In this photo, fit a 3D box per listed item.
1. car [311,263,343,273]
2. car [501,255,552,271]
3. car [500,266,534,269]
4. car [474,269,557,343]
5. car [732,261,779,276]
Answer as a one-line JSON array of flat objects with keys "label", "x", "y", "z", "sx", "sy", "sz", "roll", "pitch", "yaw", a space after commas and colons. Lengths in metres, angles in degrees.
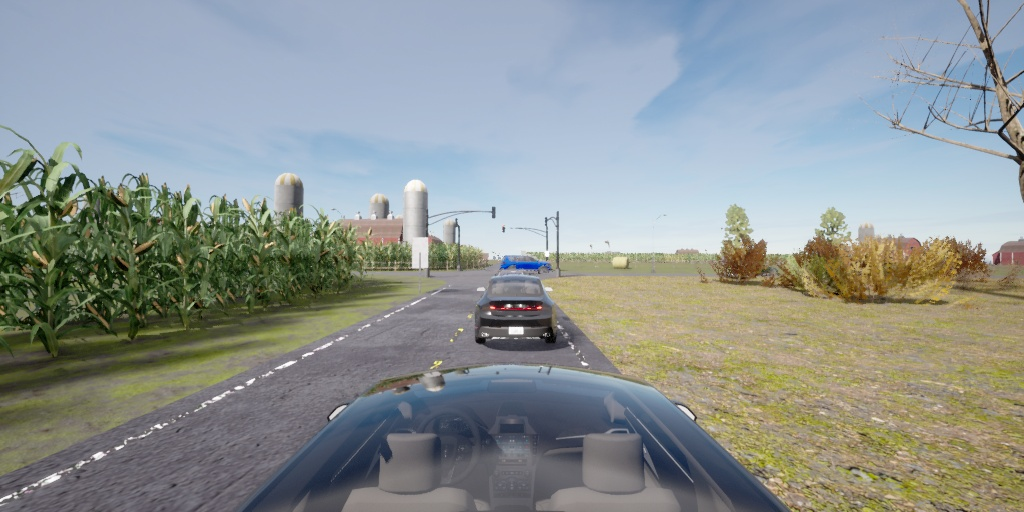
[{"label": "car", "x": -20.040, "y": 1.141, "z": 37.615, "sx": 4.181, "sy": 1.385, "sz": 1.994, "roll": 0, "pitch": -1, "yaw": -3}, {"label": "car", "x": 1.491, "y": 0.960, "z": 38.926, "sx": 5.566, "sy": 2.045, "sz": 2.150, "roll": 0, "pitch": 0, "yaw": -4}, {"label": "car", "x": 0.030, "y": 1.360, "z": 18.801, "sx": 1.895, "sy": 1.301, "sz": 4.718, "roll": 0, "pitch": 0, "yaw": 4}, {"label": "car", "x": 0.078, "y": 1.259, "z": 9.649, "sx": 1.837, "sy": 1.490, "sz": 4.892, "roll": 0, "pitch": 0, "yaw": 0}, {"label": "car", "x": 27.716, "y": 1.349, "z": 40.804, "sx": 4.553, "sy": 1.767, "sz": 2.097, "roll": 1, "pitch": -1, "yaw": -4}]
